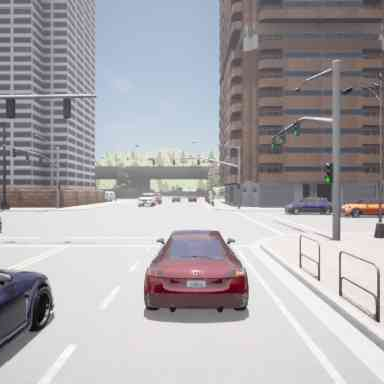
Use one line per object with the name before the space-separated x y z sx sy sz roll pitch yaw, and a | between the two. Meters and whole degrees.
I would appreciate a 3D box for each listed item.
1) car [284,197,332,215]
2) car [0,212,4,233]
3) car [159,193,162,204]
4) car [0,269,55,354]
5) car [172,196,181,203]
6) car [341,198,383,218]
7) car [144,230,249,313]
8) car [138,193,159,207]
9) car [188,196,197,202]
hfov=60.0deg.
car | 11.593 1.352 33.203 4.553 1.767 2.097 0 0 2
car | -12.156 1.492 18.904 2.128 1.511 4.902 1 -1 -42
car | -6.963 1.221 62.593 2.150 2.045 5.566 0 0 1
car | -3.434 1.564 4.207 1.994 1.385 4.181 0 0 1
car | -3.356 1.542 71.955 2.033 1.411 5.357 0 0 0
car | 15.563 1.352 29.616 4.553 1.767 2.097 0 0 1
car | 0.092 1.564 7.775 1.994 1.385 4.181 0 0 0
car | -7.014 1.221 52.173 2.150 2.045 5.566 0 0 0
car | 0.114 1.525 73.412 2.128 1.511 4.902 0 0 0
